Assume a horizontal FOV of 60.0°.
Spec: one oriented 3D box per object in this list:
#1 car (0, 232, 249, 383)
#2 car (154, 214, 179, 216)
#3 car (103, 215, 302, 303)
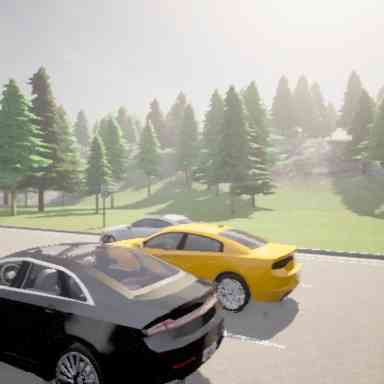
[{"bbox_3d":[-1.925,1.505,4.769,4.902,1.511,2.128,0,0,29],"label":"car"},{"bbox_3d":[-1.313,1.558,12.429,4.674,1.442,1.812,0,0,29],"label":"car"},{"bbox_3d":[-0.080,1.497,7.748,5.008,1.535,1.882,0,0,29],"label":"car"}]
